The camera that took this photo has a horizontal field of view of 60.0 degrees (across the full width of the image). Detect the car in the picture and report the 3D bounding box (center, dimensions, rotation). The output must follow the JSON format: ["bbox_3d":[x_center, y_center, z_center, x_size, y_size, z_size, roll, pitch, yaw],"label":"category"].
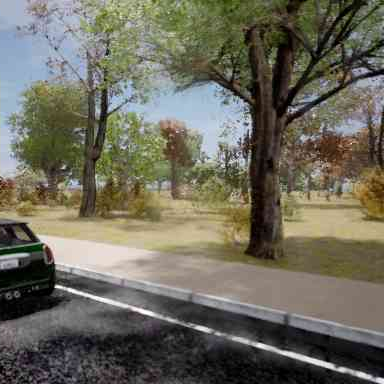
[{"bbox_3d":[-5.036,1.318,7.263,4.553,1.767,2.097,0,0,35],"label":"car"}]
